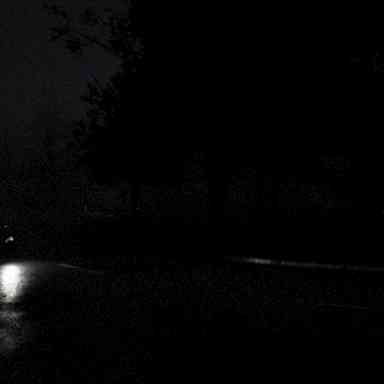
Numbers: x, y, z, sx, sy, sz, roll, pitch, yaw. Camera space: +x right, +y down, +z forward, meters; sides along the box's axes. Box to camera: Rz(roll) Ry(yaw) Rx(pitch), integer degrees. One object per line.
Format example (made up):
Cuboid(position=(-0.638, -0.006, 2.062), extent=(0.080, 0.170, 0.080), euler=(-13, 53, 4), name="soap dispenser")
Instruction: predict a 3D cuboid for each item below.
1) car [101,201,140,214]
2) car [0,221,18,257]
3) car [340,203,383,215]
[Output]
Cuboid(position=(-8.719, 1.811, 40.795), extent=(1.882, 1.535, 5.008), euler=(-1, -1, 41), name="car")
Cuboid(position=(-7.931, 1.531, 12.175), extent=(1.812, 1.442, 4.674), euler=(1, -1, -42), name="car")
Cuboid(position=(21.201, 2.204, 41.624), extent=(4.892, 1.490, 1.837), euler=(0, -2, 42), name="car")
